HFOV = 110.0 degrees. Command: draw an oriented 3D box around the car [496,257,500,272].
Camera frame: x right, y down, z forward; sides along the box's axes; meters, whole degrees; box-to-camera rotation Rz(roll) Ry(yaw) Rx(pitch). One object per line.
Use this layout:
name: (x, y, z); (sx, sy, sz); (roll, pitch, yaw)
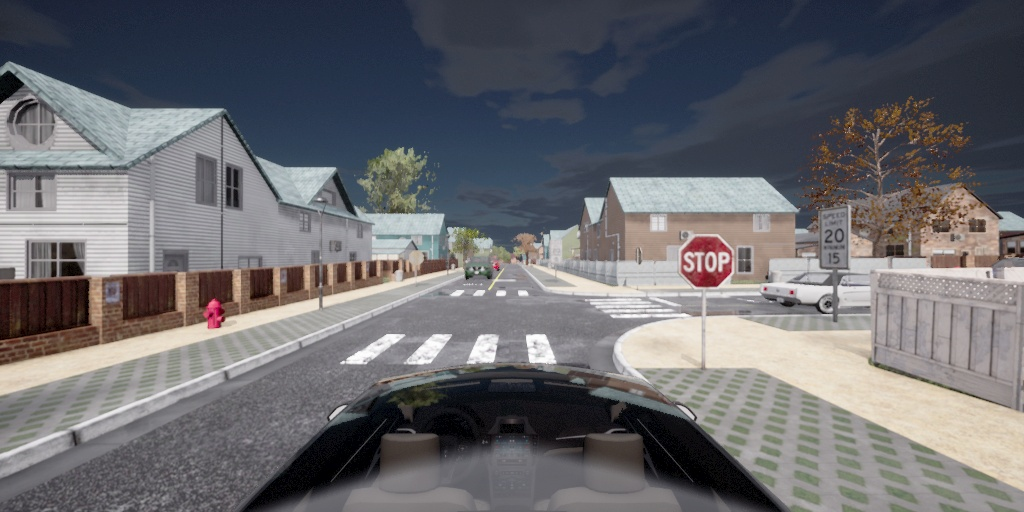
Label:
car: (-2.825, 1.083, 49.796); (2.150, 2.045, 5.566); (0, 0, 0)

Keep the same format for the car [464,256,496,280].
car: (-2.837, 1.010, 31.644); (2.150, 2.045, 5.566); (0, 0, 0)

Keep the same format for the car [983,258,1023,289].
car: (21.813, 0.844, 15.159); (4.553, 1.767, 2.097); (-1, 0, 0)

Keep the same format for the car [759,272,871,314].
car: (11.420, 1.203, 12.293); (4.718, 1.301, 1.895); (-1, 0, 0)
